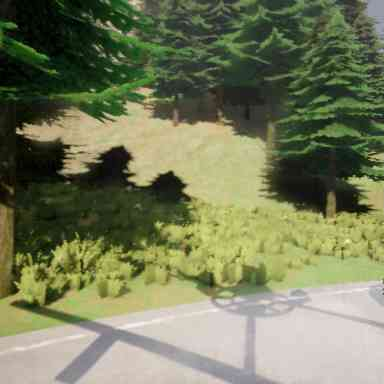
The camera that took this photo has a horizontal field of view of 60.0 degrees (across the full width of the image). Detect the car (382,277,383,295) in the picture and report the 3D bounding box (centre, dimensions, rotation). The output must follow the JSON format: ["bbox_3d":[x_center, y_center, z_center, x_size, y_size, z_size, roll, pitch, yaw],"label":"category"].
[{"bbox_3d":[6.112,1.552,6.394,4.892,1.490,1.837,1,0,-14],"label":"car"}]
